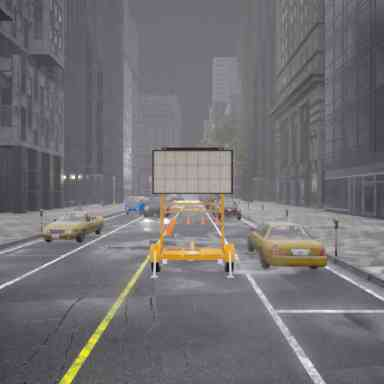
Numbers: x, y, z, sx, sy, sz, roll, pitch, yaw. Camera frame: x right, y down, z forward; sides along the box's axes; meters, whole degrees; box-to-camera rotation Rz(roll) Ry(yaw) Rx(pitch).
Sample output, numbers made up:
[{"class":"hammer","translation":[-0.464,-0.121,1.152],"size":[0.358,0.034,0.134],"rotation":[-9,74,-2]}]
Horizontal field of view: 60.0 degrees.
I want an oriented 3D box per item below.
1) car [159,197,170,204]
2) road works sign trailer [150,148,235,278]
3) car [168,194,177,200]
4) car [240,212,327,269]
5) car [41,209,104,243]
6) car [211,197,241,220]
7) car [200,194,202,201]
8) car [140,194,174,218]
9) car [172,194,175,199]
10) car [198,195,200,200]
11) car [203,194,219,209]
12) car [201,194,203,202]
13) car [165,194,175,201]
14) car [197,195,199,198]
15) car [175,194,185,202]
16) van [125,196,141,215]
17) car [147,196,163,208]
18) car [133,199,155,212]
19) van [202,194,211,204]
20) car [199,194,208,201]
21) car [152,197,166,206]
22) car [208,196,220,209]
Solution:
[{"class":"car","translation":[-5.551,1.632,67.213],"size":[1.802,1.307,4.206],"rotation":[0,0,0]},{"class":"road works sign trailer","translation":[0.016,0.461,10.109],"size":[2.380,3.560,2.880],"rotation":[0,0,0]},{"class":"car","translation":[-5.504,1.457,95.407],"size":[2.192,1.841,5.009],"rotation":[0,0,0]},{"class":"car","translation":[2.884,1.521,10.994],"size":[1.752,1.417,4.829],"rotation":[0,0,1]},{"class":"car","translation":[-5.640,1.519,16.254],"size":[1.752,1.417,4.829],"rotation":[0,0,1]},{"class":"car","translation":[2.906,1.431,27.710],"size":[1.967,1.590,4.097],"rotation":[0,0,0]},{"class":"car","translation":[2.964,1.480,61.546],"size":[1.967,1.590,4.097],"rotation":[0,0,0]},{"class":"car","translation":[-3.050,1.343,29.951],"size":[2.097,1.767,4.553],"rotation":[0,0,0]},{"class":"car","translation":[-5.533,1.602,78.320],"size":[1.752,1.417,4.829],"rotation":[0,0,0]},{"class":"car","translation":[2.993,1.659,78.465],"size":[1.802,1.307,4.206],"rotation":[0,0,0]},{"class":"car","translation":[2.935,1.323,44.628],"size":[2.192,1.841,5.009],"rotation":[0,0,0]},{"class":"car","translation":[2.945,1.333,50.267],"size":[2.192,1.841,5.009],"rotation":[0,0,0]},{"class":"car","translation":[-5.523,1.412,84.128],"size":[2.192,1.841,5.009],"rotation":[0,0,0]},{"class":"car","translation":[3.002,1.663,84.103],"size":[1.947,1.339,4.313],"rotation":[0,0,0]},{"class":"car","translation":[-2.857,1.594,81.749],"size":[1.837,1.490,4.892],"rotation":[0,-1,0]},{"class":"van","translation":[-5.609,1.335,33.379],"size":[1.690,1.788,3.998],"rotation":[0,0,0]},{"class":"car","translation":[-5.581,1.458,50.296],"size":[1.967,1.590,4.097],"rotation":[0,0,0]},{"class":"car","translation":[-5.600,1.565,39.017],"size":[1.947,1.339,4.313],"rotation":[0,0,0]},{"class":"van","translation":[2.974,1.391,67.186],"size":[1.690,1.788,3.998],"rotation":[0,0,0]},{"class":"car","translation":[3.012,1.434,89.744],"size":[2.192,1.841,5.009],"rotation":[0,0,0]},{"class":"car","translation":[-5.571,1.574,55.934],"size":[1.887,1.381,4.507],"rotation":[0,0,0]},{"class":"car","translation":[2.916,1.434,33.348],"size":[1.967,1.590,4.097],"rotation":[0,0,0]}]
